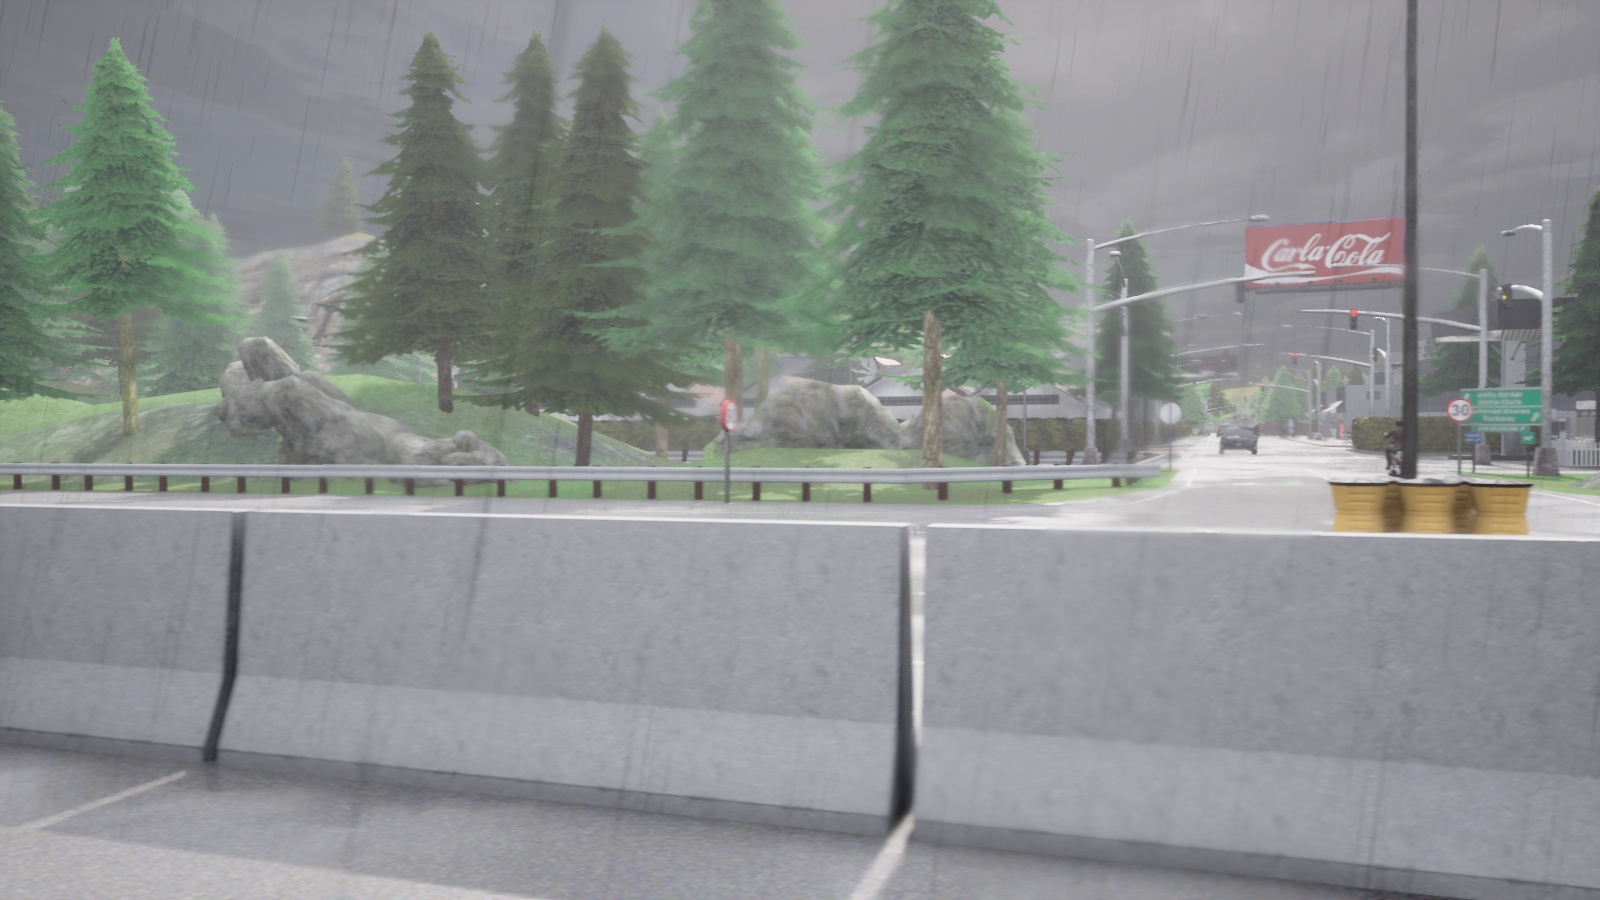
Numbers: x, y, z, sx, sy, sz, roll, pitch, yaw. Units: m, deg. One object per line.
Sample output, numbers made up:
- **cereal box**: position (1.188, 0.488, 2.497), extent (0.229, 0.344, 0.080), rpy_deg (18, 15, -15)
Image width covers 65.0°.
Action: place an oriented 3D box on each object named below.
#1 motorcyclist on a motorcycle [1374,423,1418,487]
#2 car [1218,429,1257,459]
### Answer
- **motorcyclist on a motorcycle**: position (15.923, 0.103, 33.598), extent (0.766, 1.649, 2.350), rpy_deg (1, 1, 18)
- **car**: position (23.237, -0.332, 66.766), extent (1.837, 1.490, 4.892), rpy_deg (2, 1, 19)
